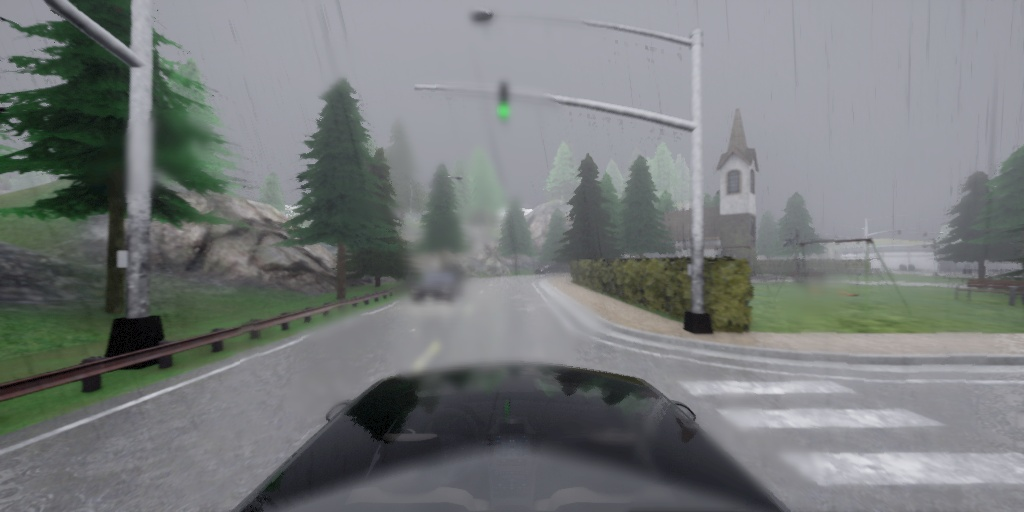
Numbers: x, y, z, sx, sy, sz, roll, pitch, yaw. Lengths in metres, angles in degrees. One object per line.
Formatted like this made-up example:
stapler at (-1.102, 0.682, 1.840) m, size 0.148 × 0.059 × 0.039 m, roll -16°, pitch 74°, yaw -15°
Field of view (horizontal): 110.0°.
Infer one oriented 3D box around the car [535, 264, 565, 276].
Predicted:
car at (5.147, 1.861, 48.668) m, size 4.892 × 1.490 × 1.837 m, roll 1°, pitch -3°, yaw -42°

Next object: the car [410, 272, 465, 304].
car at (-3.518, 1.502, 18.012) m, size 2.033 × 1.411 × 5.357 m, roll 0°, pitch -1°, yaw 0°
